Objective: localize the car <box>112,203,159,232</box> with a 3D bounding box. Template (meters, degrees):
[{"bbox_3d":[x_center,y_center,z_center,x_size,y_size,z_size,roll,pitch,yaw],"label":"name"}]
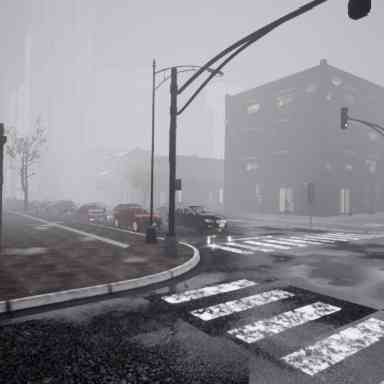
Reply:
[{"bbox_3d":[-3.426,1.615,20.831,1.887,1.381,4.507,1,-1,-35],"label":"car"}]

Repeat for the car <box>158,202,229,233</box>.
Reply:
[{"bbox_3d":[0.247,1.593,20.335,2.128,1.511,4.902,1,-1,-35],"label":"car"}]

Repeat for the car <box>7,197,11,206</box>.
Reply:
[{"bbox_3d":[-35.272,2.132,66.606,1.947,1.339,4.313,1,-1,-35],"label":"car"}]

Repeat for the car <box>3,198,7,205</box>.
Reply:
[{"bbox_3d":[-38.441,1.931,71.144,2.192,1.841,5.009,1,-1,-35],"label":"car"}]

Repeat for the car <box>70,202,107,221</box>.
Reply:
[{"bbox_3d":[-8.584,1.730,28.207,1.802,1.307,4.206,1,-1,-35],"label":"car"}]

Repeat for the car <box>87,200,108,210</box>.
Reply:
[{"bbox_3d":[-14.820,2.039,52.098,1.752,1.417,4.829,1,-1,-35],"label":"car"}]

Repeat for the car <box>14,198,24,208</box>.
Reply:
[{"bbox_3d":[-29.113,2.013,57.785,1.887,1.381,4.507,1,-1,-35],"label":"car"}]

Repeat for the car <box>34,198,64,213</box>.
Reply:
[{"bbox_3d":[-18.041,1.843,41.785,2.008,1.369,4.403,1,-1,-35],"label":"car"}]

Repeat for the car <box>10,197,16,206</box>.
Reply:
[{"bbox_3d":[-32.101,2.082,62.072,1.947,1.339,4.313,1,-1,-35],"label":"car"}]

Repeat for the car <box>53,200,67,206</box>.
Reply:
[{"bbox_3d":[-28.403,2.307,71.405,1.802,1.307,4.206,1,-1,-35],"label":"car"}]

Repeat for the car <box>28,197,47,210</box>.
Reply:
[{"bbox_3d":[-22.718,1.892,48.546,1.752,1.417,4.829,1,-1,-35],"label":"car"}]

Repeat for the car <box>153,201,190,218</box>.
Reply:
[{"bbox_3d":[-2.134,1.761,34.060,1.967,1.590,4.097,1,-1,-35],"label":"car"}]

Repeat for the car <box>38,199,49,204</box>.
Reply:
[{"bbox_3d":[-38.012,2.404,85.149,1.752,1.417,4.829,1,-1,-35],"label":"car"}]

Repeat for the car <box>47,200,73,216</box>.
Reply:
[{"bbox_3d":[-13.741,1.792,35.585,1.947,1.339,4.313,1,-1,-35],"label":"car"}]

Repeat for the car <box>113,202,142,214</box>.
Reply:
[{"bbox_3d":[-8.338,1.966,42.921,2.008,1.369,4.403,1,-1,-35],"label":"car"}]

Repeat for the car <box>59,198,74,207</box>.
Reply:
[{"bbox_3d":[-25.233,2.115,66.872,1.967,1.590,4.097,1,-1,-35],"label":"car"}]
